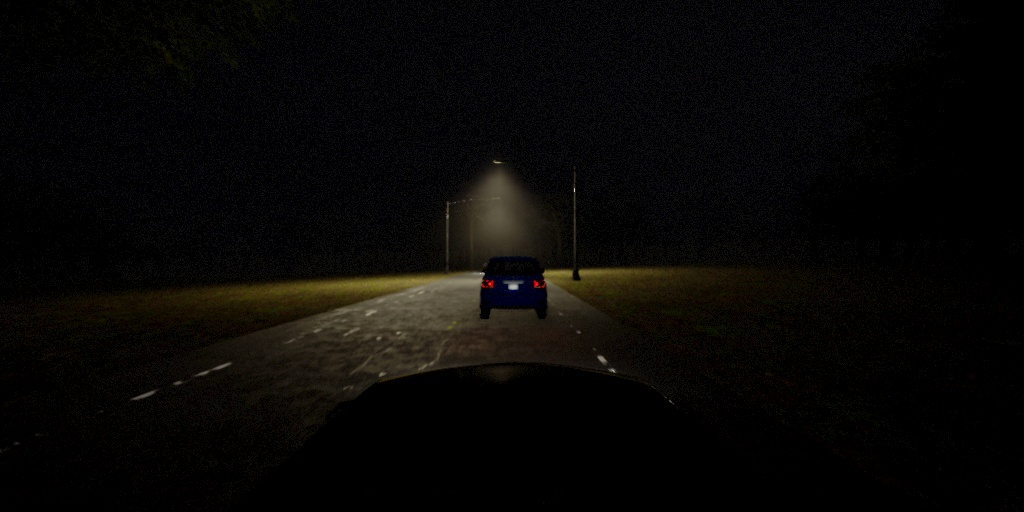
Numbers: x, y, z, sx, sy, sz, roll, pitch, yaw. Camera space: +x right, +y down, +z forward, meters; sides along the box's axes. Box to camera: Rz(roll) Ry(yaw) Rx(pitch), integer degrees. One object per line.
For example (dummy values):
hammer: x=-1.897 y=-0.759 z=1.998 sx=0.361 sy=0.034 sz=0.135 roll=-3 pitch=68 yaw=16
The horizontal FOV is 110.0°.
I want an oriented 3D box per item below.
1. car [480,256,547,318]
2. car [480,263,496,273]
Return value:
car: x=0.062 y=1.024 z=13.320 sx=2.150 sy=2.045 sz=5.566 roll=0 pitch=0 yaw=0
car: x=-3.590 y=1.828 z=54.155 sx=1.994 sy=1.385 sz=4.181 roll=0 pitch=-1 yaw=0
